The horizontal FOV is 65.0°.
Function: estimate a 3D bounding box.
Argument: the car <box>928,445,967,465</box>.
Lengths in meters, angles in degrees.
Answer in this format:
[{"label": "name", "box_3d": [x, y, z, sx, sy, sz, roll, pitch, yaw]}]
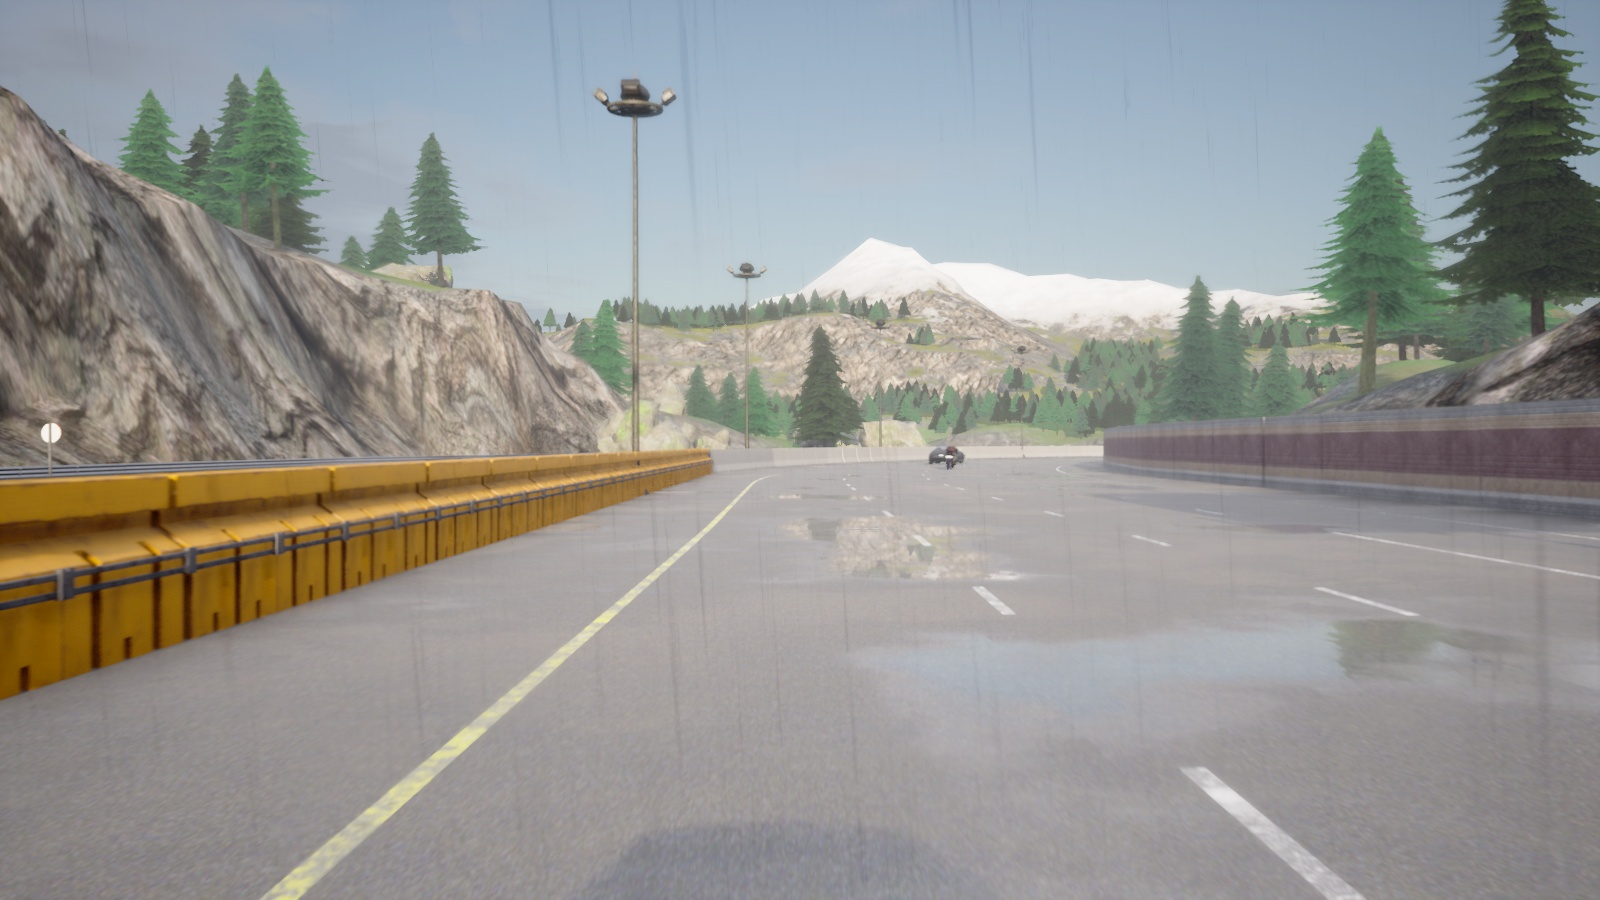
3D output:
[{"label": "car", "box_3d": [10.659, 0.363, 90.473, 1.994, 1.385, 4.181, 0, 0, 18]}]

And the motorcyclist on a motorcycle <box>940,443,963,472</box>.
[{"label": "motorcyclist on a motorcycle", "box_3d": [8.677, 0.426, 71.942, 0.866, 1.530, 2.191, 5, 1, 16]}]
